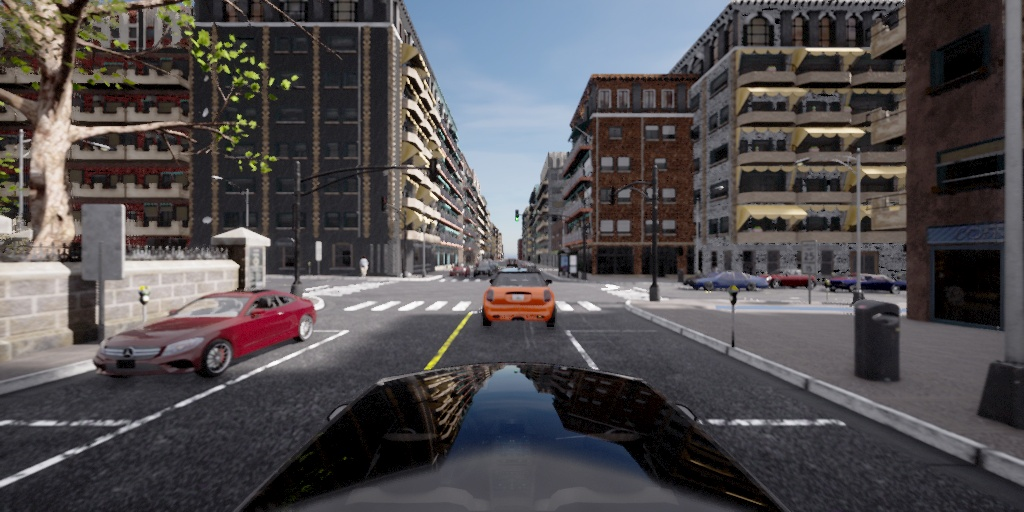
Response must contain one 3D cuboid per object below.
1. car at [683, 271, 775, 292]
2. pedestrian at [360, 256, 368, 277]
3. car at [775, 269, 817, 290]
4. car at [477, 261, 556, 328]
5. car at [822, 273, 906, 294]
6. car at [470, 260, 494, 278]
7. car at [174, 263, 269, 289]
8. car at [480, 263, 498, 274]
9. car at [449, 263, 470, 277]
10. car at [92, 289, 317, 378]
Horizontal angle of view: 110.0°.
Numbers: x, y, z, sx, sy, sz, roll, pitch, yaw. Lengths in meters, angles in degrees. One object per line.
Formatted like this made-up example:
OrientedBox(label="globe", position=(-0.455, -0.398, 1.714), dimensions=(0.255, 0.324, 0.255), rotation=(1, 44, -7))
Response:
OrientedBox(label="car", position=(15.225, 1.762, 25.613), dimensions=(5.357, 1.411, 2.033), rotation=(1, 0, -1))
OrientedBox(label="pedestrian", position=(-12.742, 0.870, 30.782), dimensions=(0.375, 1.860, 0.375), rotation=(0, -1, -1))
OrientedBox(label="car", position=(21.353, 1.769, 28.249), dimensions=(4.097, 1.591, 1.967), rotation=(0, 0, -1))
OrientedBox(label="car", position=(0.278, 1.177, 11.937), dimensions=(2.097, 1.767, 4.553), rotation=(0, 0, 3))
OrientedBox(label="car", position=(25.258, 1.994, 25.740), dimensions=(4.718, 1.301, 1.895), rotation=(1, 0, -1))
OrientedBox(label="car", position=(-3.139, 1.534, 39.200), dimensions=(1.837, 1.490, 4.892), rotation=(0, 0, 0))
OrientedBox(label="car", position=(-17.669, 1.187, 21.982), dimensions=(4.181, 1.385, 1.994), rotation=(1, 0, -1))
OrientedBox(label="car", position=(-3.124, 1.665, 48.857), dimensions=(1.994, 1.385, 4.181), rotation=(0, 0, 2))
OrientedBox(label="car", position=(-5.728, 1.473, 39.787), dimensions=(1.967, 1.591, 4.097), rotation=(0, 0, 0))
OrientedBox(label="car", position=(-5.694, 1.374, 7.377), dimensions=(1.802, 1.307, 4.207), rotation=(0, 0, 0))
